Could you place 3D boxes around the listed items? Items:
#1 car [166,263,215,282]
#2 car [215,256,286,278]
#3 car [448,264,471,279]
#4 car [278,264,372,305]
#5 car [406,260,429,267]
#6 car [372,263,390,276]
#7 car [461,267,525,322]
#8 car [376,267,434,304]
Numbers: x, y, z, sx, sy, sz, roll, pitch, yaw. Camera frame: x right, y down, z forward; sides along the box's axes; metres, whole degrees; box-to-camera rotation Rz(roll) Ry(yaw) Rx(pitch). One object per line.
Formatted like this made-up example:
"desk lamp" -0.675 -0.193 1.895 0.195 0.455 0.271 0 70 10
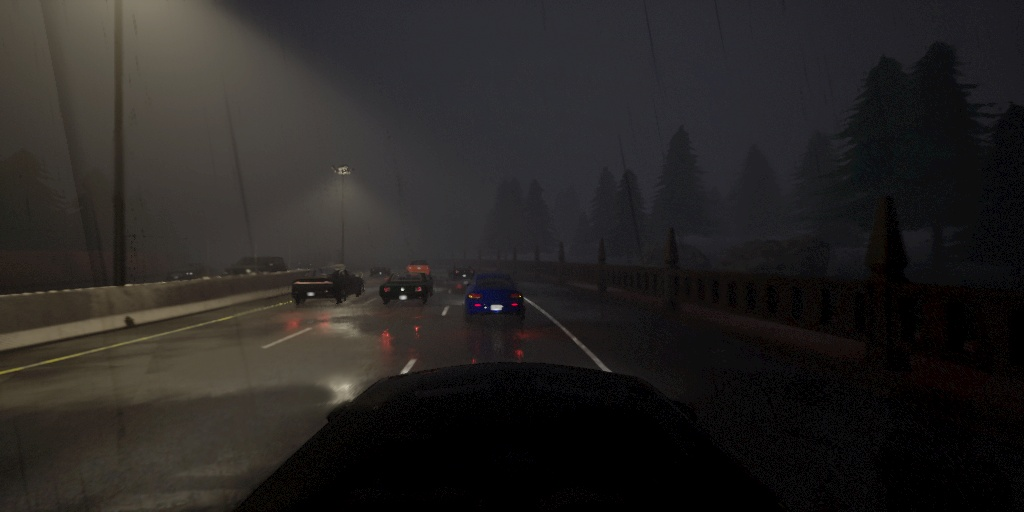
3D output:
"car" -25.833 1.339 29.063 2.128 1.511 4.902 0 0 -19
"car" -17.100 1.037 24.208 2.150 2.045 5.566 0 0 -15
"car" -4.644 1.367 32.328 1.895 1.301 4.718 0 0 -16
"car" -8.241 1.272 16.434 2.128 1.511 4.902 0 0 -9
"car" -9.075 1.135 34.567 2.097 1.767 4.553 0 0 -18
"car" -13.903 1.402 37.800 1.895 1.301 4.718 0 0 -21
"car" -0.684 1.278 12.332 1.812 1.442 4.674 0 0 -6
"car" -4.679 1.368 16.562 1.895 1.301 4.718 0 0 -8
